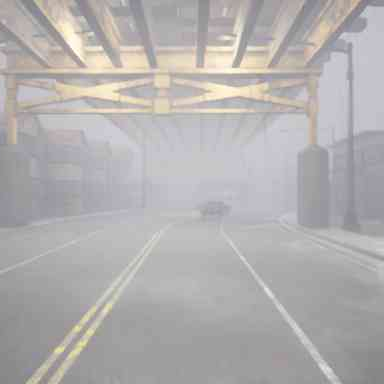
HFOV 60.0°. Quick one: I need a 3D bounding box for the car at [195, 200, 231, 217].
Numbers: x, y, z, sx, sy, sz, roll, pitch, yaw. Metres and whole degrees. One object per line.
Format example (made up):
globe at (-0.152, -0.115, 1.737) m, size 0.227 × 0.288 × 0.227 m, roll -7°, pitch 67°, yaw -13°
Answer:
car at (2.277, 1.536, 31.064) m, size 2.033 × 1.411 × 5.357 m, roll 0°, pitch 0°, yaw 18°
